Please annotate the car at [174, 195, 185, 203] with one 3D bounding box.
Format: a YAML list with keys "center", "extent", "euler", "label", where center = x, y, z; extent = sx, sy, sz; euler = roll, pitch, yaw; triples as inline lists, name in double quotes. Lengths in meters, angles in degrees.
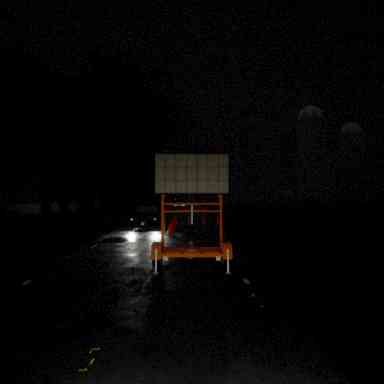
- center: [-2.756, 1.649, 74.669]
  extent: [2.150, 2.045, 5.566]
  euler: [0, -1, 0]
  label: "car"

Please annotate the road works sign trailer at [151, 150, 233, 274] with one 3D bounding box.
- center: [-0.001, 0.481, 10.567]
  extent: [2.380, 3.560, 2.880]
  euler: [0, 0, 0]
  label: "road works sign trailer"

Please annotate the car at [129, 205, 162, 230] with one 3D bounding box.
- center: [-2.852, 1.579, 21.599]
  extent: [1.812, 1.442, 4.674]
  euler: [0, 0, 0]
  label: "car"
